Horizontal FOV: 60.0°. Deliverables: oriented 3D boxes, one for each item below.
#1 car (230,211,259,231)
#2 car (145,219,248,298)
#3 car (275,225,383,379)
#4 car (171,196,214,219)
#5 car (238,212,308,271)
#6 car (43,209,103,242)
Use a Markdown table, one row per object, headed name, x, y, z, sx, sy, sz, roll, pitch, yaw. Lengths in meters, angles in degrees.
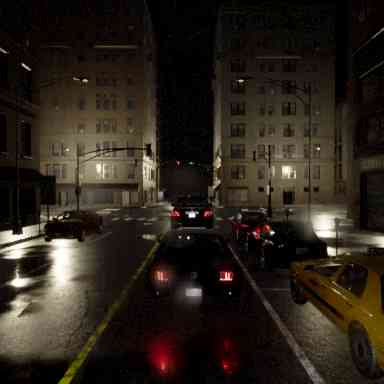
| name | x | y | z | sx | sy | sz | roll | pitch | yaw |
| --- | --- | --- | --- | --- | --- | --- | --- | --- | --- |
| car | 2.870 | 1.576 | 16.298 | 1.802 | 1.307 | 4.206 | -1 | 0 | 0 |
| car | 0.046 | 1.598 | 8.467 | 1.895 | 1.301 | 4.718 | 0 | 0 | 0 |
| car | 2.863 | 1.524 | 5.296 | 1.752 | 1.417 | 4.829 | -1 | 0 | 0 |
| car | 0.002 | 1.215 | 18.459 | 2.150 | 2.045 | 5.566 | 0 | 0 | 0 |
| car | 2.867 | 1.562 | 10.712 | 1.947 | 1.339 | 4.313 | -1 | 0 | 0 |
| car | -5.675 | 1.538 | 16.300 | 1.887 | 1.381 | 4.507 | -1 | 0 | 0 |
